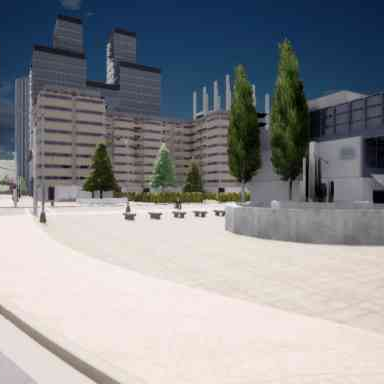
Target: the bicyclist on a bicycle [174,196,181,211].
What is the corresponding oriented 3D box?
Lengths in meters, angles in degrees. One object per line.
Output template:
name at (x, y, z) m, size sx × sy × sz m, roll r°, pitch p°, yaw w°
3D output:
bicyclist on a bicycle at (-1.631, 1.275, 37.034) m, size 0.582 × 1.620 × 1.656 m, roll 0°, pitch 0°, yaw -29°
